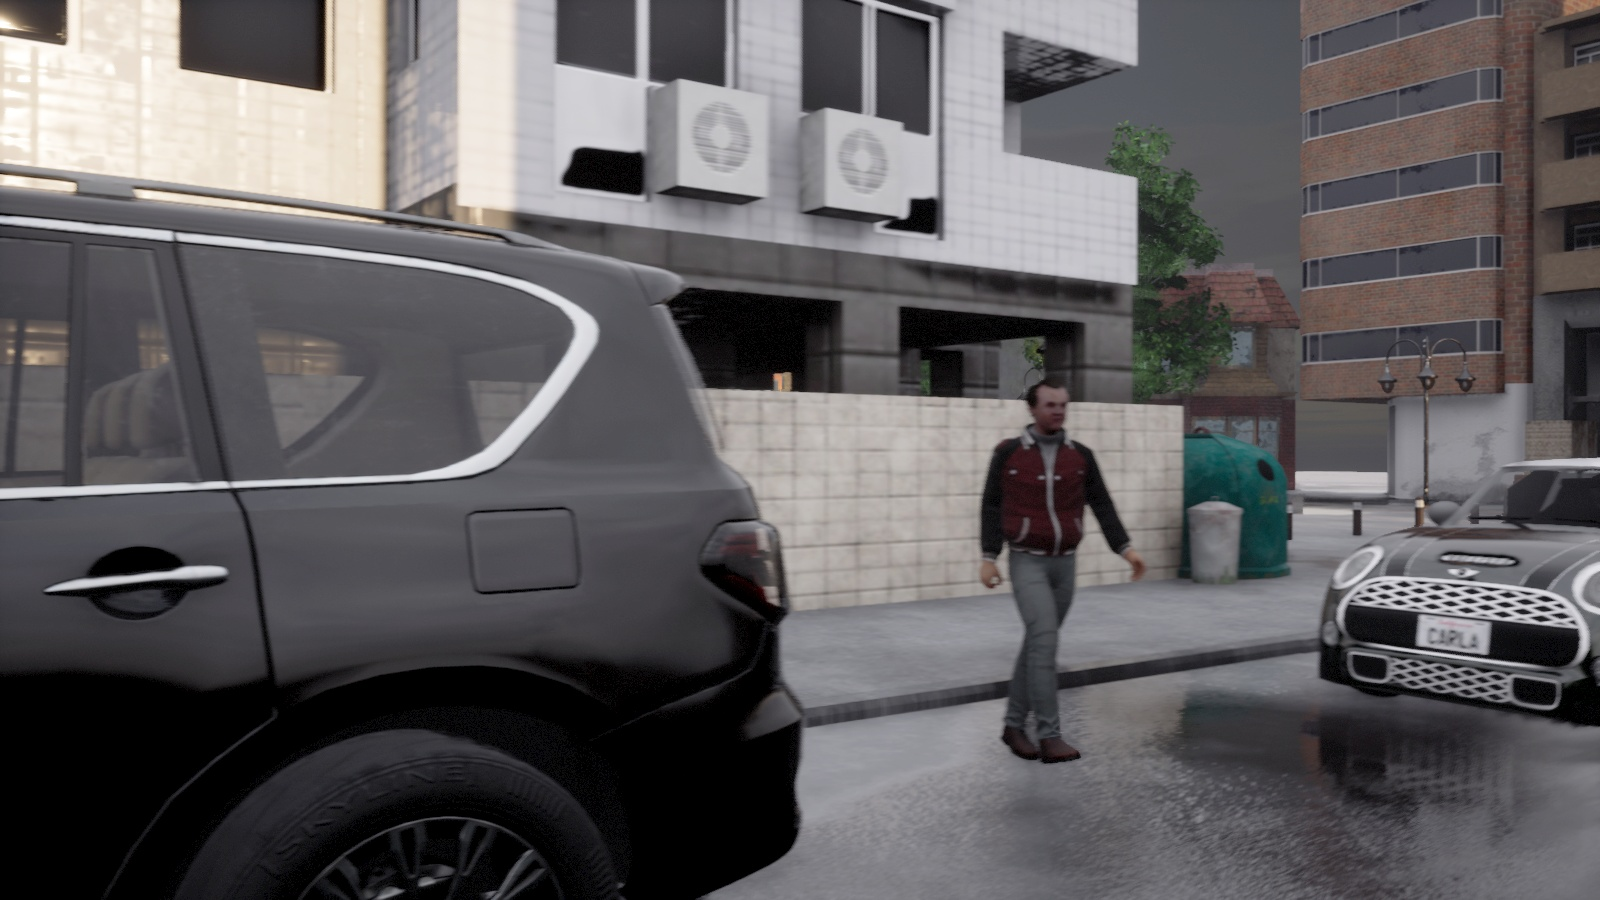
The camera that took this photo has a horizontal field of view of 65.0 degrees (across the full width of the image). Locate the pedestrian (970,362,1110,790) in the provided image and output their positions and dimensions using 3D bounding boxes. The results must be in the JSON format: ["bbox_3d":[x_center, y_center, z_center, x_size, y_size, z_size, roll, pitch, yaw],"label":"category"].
[{"bbox_3d":[1.099,0.547,5.845,0.376,1.854,0.720,0,0,-14],"label":"pedestrian"}]

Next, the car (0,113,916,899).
[{"bbox_3d":[-2.605,0.475,2.458,5.566,2.045,2.150,0,0,-35],"label":"car"}]

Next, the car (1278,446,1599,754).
[{"bbox_3d":[4.971,0.720,7.728,3.806,1.475,1.970,0,0,-34],"label":"car"}]
